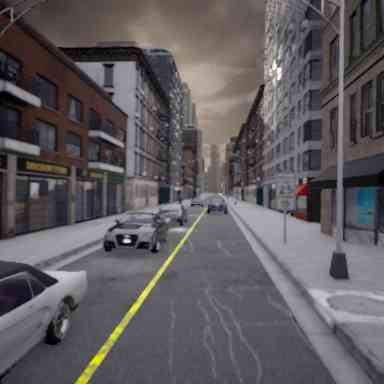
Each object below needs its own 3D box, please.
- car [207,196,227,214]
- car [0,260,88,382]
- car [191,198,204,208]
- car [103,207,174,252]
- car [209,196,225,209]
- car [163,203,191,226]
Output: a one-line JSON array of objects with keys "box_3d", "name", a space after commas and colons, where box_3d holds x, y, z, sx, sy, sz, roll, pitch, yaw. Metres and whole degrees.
[{"box_3d": [2.774, 1.406, 36.217, 2.097, 1.767, 4.553, 1, 0, 5], "name": "car"}, {"box_3d": [-2.910, 1.563, 3.647, 1.895, 1.301, 4.718, 1, 0, 4], "name": "car"}, {"box_3d": [0.803, 1.589, 50.680, 2.033, 1.411, 5.357, 1, 0, 4], "name": "car"}, {"box_3d": [-2.140, 1.541, 13.658, 1.994, 1.385, 4.181, 1, 0, 4], "name": "car"}, {"box_3d": [3.642, 1.425, 47.788, 2.097, 1.767, 4.553, 1, 0, 5], "name": "car"}, {"box_3d": [-1.350, 1.518, 23.808, 1.812, 1.442, 4.674, 1, 0, 5], "name": "car"}]
